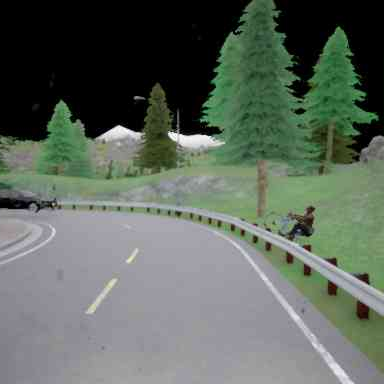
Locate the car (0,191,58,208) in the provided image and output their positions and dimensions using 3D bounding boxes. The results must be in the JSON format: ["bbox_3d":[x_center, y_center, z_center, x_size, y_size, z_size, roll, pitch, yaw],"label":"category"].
[{"bbox_3d":[-11.536,0.538,22.569,5.008,1.535,1.882,0,2,14],"label":"car"}]

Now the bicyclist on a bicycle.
[{"bbox_3d":[3.252,1.086,10.412,1.620,1.656,0.582,-42,-12,21],"label":"bicyclist on a bicycle"}]
